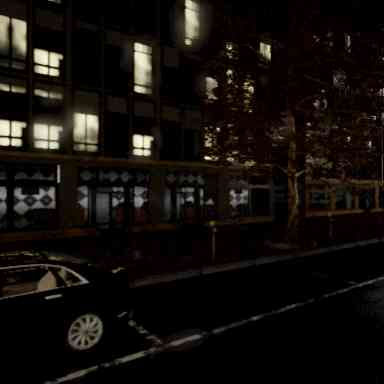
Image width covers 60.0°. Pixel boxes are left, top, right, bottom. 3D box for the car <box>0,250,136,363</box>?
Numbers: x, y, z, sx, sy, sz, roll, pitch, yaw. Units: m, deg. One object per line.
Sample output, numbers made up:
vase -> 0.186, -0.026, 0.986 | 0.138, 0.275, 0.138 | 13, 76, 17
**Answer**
car -> -2.928, 1.551, 4.468 | 4.403, 1.369, 2.008 | 0, 0, -35
